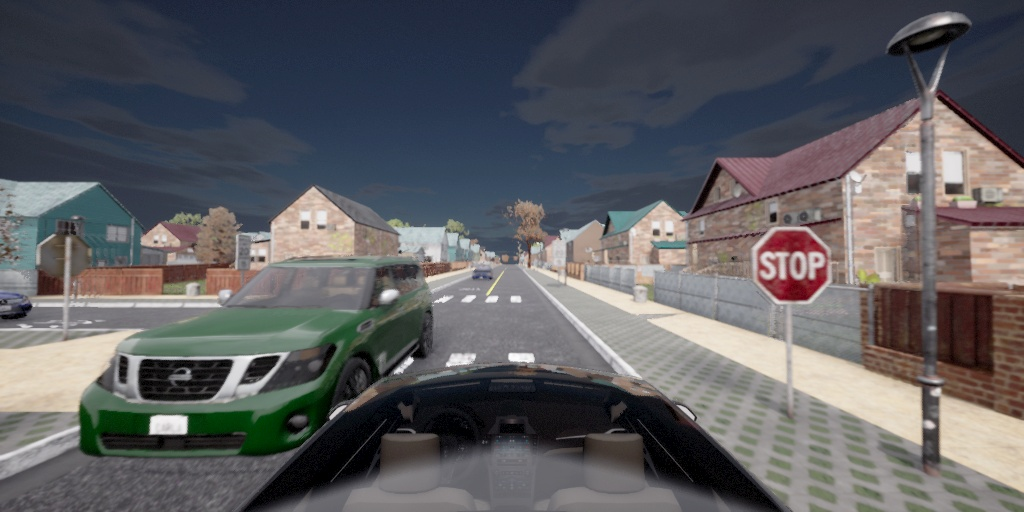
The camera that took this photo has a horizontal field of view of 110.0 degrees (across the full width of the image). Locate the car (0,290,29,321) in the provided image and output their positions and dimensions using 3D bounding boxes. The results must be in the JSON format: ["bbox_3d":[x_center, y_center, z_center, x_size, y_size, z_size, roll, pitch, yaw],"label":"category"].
[{"bbox_3d":[-17.130,1.259,10.411,4.674,1.442,1.812,0,-2,-1],"label":"car"}]

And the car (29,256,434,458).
[{"bbox_3d":[-2.747,1.019,5.636,2.150,2.045,5.566,0,0,0],"label":"car"}]

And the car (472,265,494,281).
[{"bbox_3d":[-2.751,1.597,34.835,2.033,1.411,5.357,0,-1,0],"label":"car"}]
